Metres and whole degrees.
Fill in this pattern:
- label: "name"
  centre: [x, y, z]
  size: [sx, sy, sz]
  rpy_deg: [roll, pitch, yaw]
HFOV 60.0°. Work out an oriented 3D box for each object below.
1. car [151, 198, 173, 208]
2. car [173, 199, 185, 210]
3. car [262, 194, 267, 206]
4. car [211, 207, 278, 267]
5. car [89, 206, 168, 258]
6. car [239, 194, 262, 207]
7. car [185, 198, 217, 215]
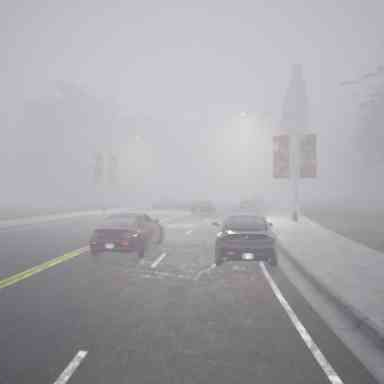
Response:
- label: "car"
  centre: [-3.224, 1.391, 40.645]
  size: [2.033, 1.411, 5.357]
  rpy_deg: [0, 0, 18]
- label: "car"
  centre: [-0.253, 1.426, 39.222]
  size: [1.895, 1.301, 4.718]
  rpy_deg: [0, 0, 17]
- label: "car"
  centre: [9.867, 1.058, 49.191]
  size: [2.097, 1.767, 4.553]
  rpy_deg: [0, 0, 19]
- label: "car"
  centre: [1.741, 1.469, 11.357]
  size: [1.837, 1.490, 4.892]
  rpy_deg: [0, 0, 6]
- label: "car"
  centre: [-2.318, 1.487, 12.598]
  size: [1.812, 1.442, 4.674]
  rpy_deg: [0, 0, 6]
- label: "car"
  centre: [6.665, 1.294, 38.928]
  size: [1.812, 1.442, 4.674]
  rpy_deg: [0, 0, 19]
- label: "car"
  centre: [1.222, 1.339, 31.773]
  size: [2.128, 1.511, 4.902]
  rpy_deg: [0, 0, 14]
